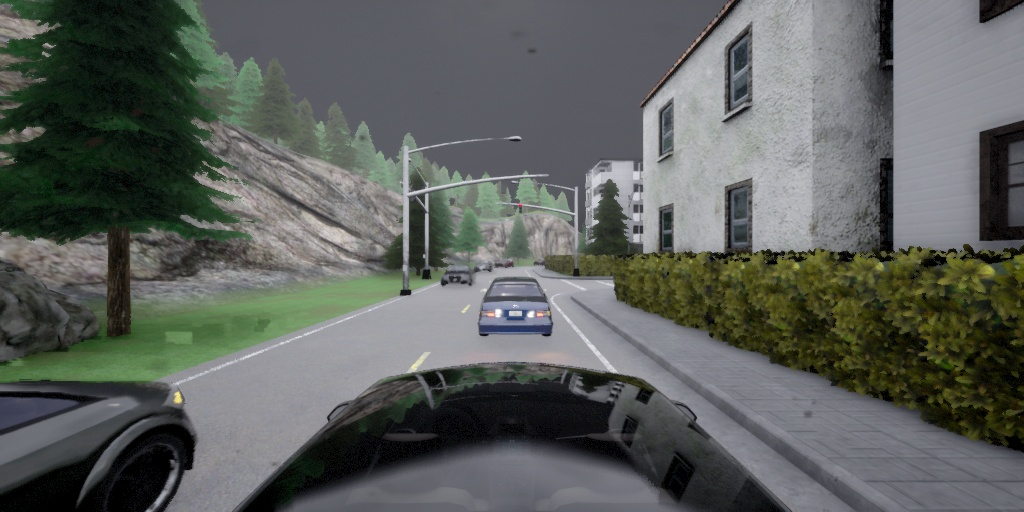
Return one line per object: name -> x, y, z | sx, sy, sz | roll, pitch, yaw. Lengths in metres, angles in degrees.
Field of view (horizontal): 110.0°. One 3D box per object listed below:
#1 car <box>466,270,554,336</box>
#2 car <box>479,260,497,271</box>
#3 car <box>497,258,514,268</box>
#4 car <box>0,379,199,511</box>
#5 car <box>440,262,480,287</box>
car -> 0.088, 1.297, 10.313 | 2.033, 1.411, 5.357 | 0, 0, 0
car -> -3.395, 1.242, 43.571 | 2.128, 1.511, 4.902 | 0, 0, 2
car -> -1.279, 1.101, 58.717 | 2.097, 1.767, 4.553 | 0, 0, 21
car -> -3.602, 1.314, 1.215 | 1.994, 1.385, 4.181 | 0, 0, 0
car -> -3.570, 1.314, 24.443 | 1.994, 1.385, 4.181 | 0, 0, 0
